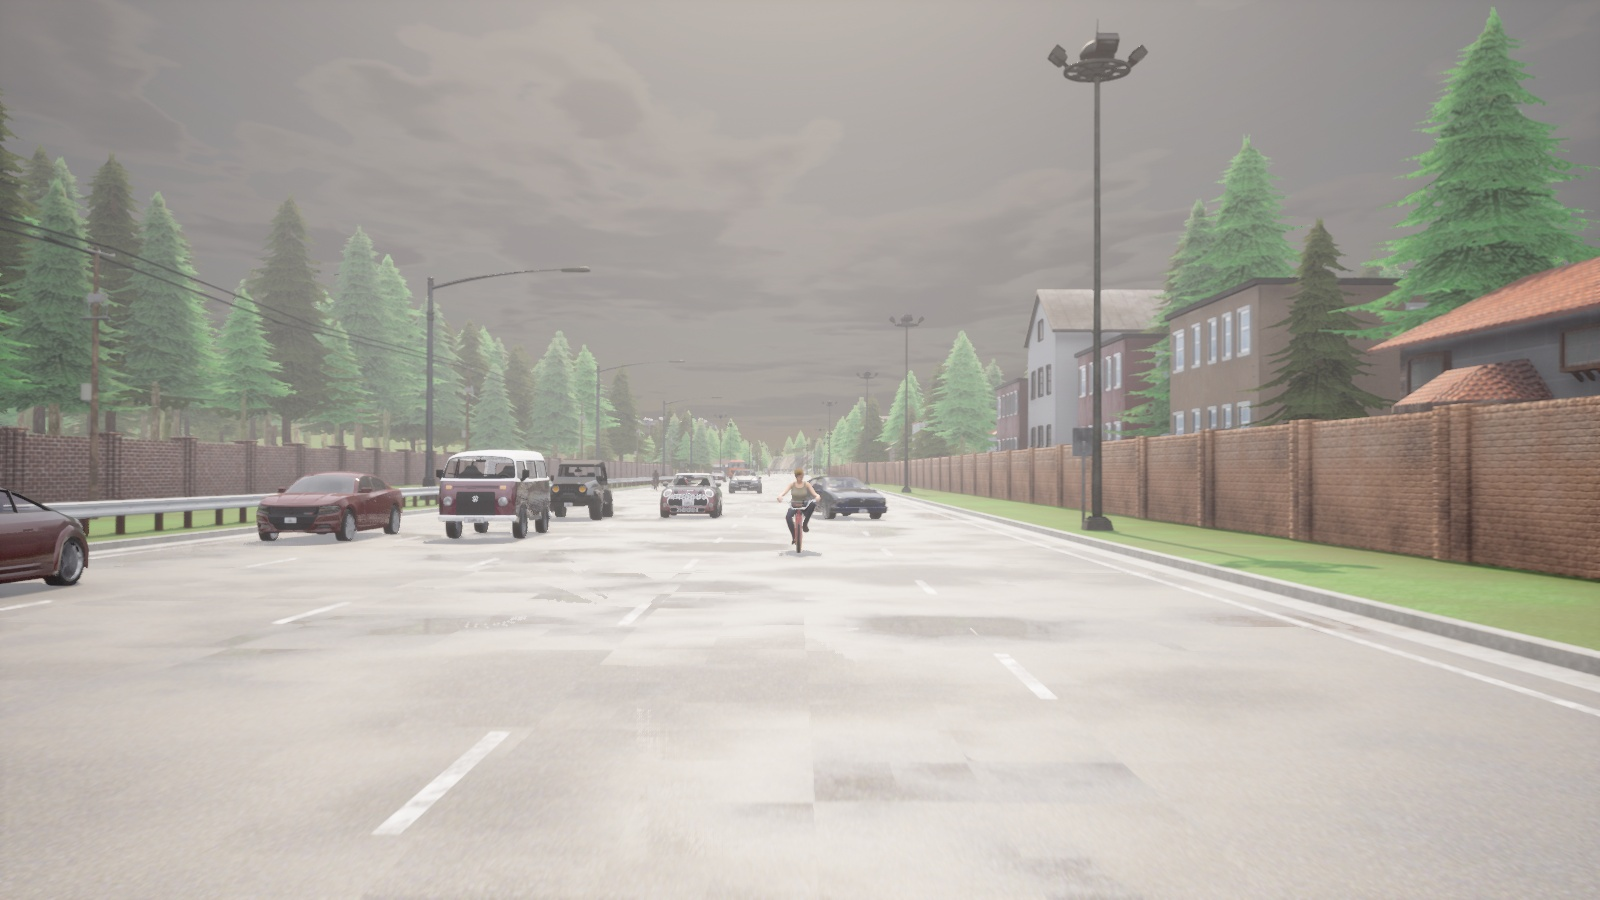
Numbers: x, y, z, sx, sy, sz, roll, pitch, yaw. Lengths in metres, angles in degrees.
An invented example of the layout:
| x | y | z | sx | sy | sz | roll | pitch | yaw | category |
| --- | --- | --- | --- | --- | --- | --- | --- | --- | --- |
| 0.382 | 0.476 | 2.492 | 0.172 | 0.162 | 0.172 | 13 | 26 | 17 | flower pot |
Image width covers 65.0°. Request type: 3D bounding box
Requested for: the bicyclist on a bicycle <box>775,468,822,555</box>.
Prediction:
| x | y | z | sx | sy | sz | roll | pitch | yaw | category |
| --- | --- | --- | --- | --- | --- | --- | --- | --- | --- |
| -0.013 | 1.154 | 24.059 | 0.866 | 1.612 | 1.509 | 0 | -1 | 1 | bicyclist on a bicycle |

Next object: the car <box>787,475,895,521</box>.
| x | y | z | sx | sy | sz | roll | pitch | yaw | category |
| --- | --- | --- | --- | --- | --- | --- | --- | --- | --- |
| 1.279 | 1.561 | 42.047 | 2.033 | 1.411 | 5.357 | 0 | -1 | -17 | car |

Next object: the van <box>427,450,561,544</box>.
| x | y | z | sx | sy | sz | roll | pitch | yaw | category |
| --- | --- | --- | --- | --- | --- | --- | --- | --- | --- |
| -7.074 | 1.061 | 29.544 | 2.069 | 2.038 | 4.480 | 0 | -1 | 0 | van |

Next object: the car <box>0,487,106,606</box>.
| x | y | z | sx | sy | sz | roll | pitch | yaw | category |
| --- | --- | --- | --- | --- | --- | --- | --- | --- | --- |
| -10.538 | 1.175 | 15.182 | 1.994 | 1.385 | 4.181 | 0 | -1 | 0 | car |

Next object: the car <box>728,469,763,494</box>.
| x | y | z | sx | sy | sz | roll | pitch | yaw | category |
| --- | --- | --- | --- | --- | --- | --- | --- | --- | --- |
| -3.714 | 2.119 | 86.302 | 2.242 | 1.667 | 4.611 | 0 | -1 | 0 | car |

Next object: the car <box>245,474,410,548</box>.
| x | y | z | sx | sy | sz | roll | pitch | yaw | category |
| --- | --- | --- | --- | --- | --- | --- | --- | --- | --- |
| -10.571 | 1.313 | 28.546 | 1.882 | 1.535 | 5.008 | 0 | -1 | 0 | car |

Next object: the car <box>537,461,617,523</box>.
| x | y | z | sx | sy | sz | roll | pitch | yaw | category |
| --- | --- | --- | --- | --- | --- | --- | --- | --- | --- |
| -7.101 | 1.314 | 40.294 | 1.905 | 1.878 | 3.866 | 0 | -1 | 0 | car |

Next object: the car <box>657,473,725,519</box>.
| x | y | z | sx | sy | sz | roll | pitch | yaw | category |
| --- | --- | --- | --- | --- | --- | --- | --- | --- | --- |
| -3.605 | 1.502 | 42.267 | 1.970 | 1.475 | 3.806 | 0 | -1 | 0 | car |
